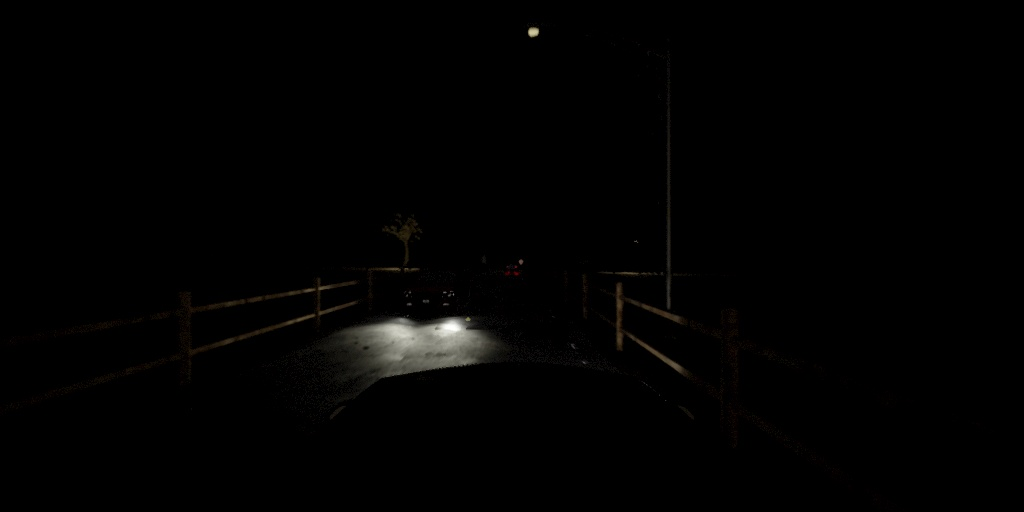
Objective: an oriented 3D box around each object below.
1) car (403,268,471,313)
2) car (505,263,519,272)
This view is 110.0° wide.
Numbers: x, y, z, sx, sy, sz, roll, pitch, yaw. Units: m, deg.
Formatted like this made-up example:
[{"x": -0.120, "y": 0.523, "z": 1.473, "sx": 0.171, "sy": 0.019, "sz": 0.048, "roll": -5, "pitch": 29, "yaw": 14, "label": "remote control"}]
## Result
[{"x": -2.809, "y": 1.242, "z": 14.298, "sx": 1.882, "sy": 1.535, "sz": 5.008, "roll": 0, "pitch": -1, "yaw": 0, "label": "car"}, {"x": -0.025, "y": 1.784, "z": 55.075, "sx": 1.812, "sy": 1.442, "sz": 4.674, "roll": 0, "pitch": -1, "yaw": 0, "label": "car"}]
